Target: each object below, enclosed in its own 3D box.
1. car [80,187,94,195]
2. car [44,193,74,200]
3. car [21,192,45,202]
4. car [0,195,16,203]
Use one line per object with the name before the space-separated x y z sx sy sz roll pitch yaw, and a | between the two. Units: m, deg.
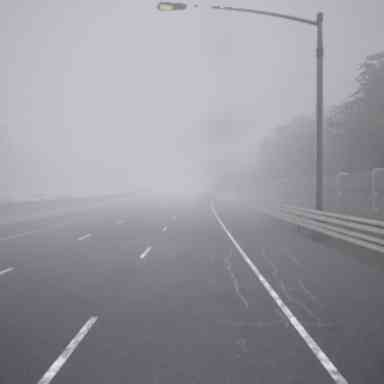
car | -24.742 -0.340 78.250 2.097 1.767 4.553 0 2 1
car | -16.706 1.059 42.995 1.837 1.490 4.892 0 1 3
car | -20.201 0.902 43.120 2.097 1.767 4.553 0 1 3
car | -23.772 1.119 41.235 1.812 1.442 4.674 0 1 2
